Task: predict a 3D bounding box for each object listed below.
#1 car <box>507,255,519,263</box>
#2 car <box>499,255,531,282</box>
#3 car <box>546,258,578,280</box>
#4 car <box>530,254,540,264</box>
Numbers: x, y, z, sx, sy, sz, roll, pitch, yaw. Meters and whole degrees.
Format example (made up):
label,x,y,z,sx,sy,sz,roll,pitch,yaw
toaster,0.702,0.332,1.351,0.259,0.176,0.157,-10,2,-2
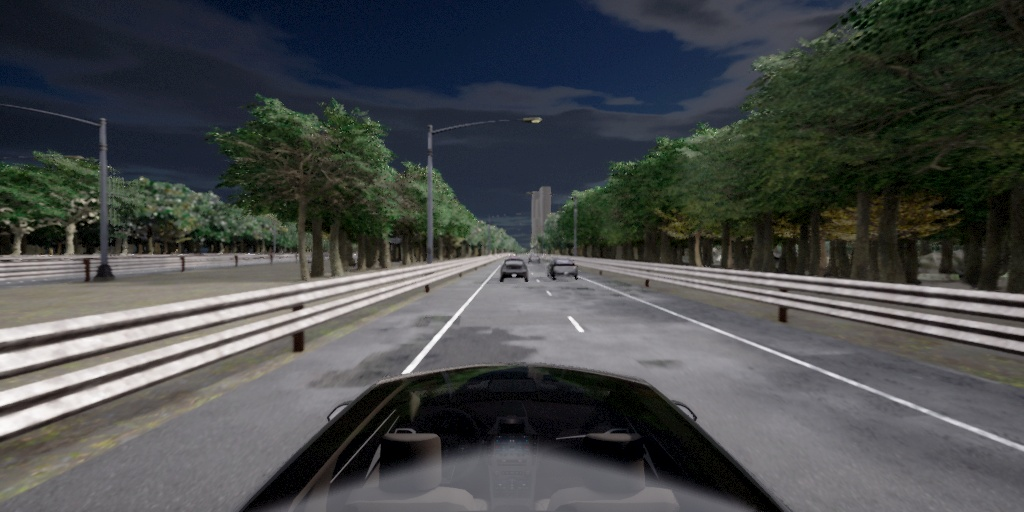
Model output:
label,x,y,z,sx,sy,sz,roll,pitch,yaw
car,0.218,0.525,62.479,1.994,1.385,4.181,0,1,0
car,0.144,0.938,25.152,1.837,1.490,4.892,0,1,0
car,3.648,0.913,26.508,2.128,1.511,4.902,0,1,0
car,3.719,0.480,60.672,2.128,1.511,4.902,0,1,0
